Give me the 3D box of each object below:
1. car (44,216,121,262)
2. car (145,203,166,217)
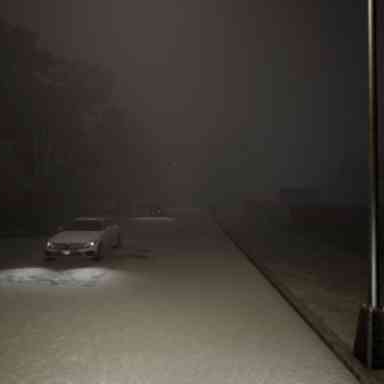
[{"bbox_3d":[-4.001,1.693,12.941,1.812,1.442,4.674,0,-1,0],"label":"car"},{"bbox_3d":[-4.004,1.972,37.127,1.837,1.490,4.892,0,0,0],"label":"car"}]
